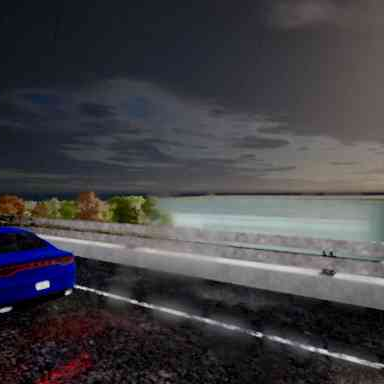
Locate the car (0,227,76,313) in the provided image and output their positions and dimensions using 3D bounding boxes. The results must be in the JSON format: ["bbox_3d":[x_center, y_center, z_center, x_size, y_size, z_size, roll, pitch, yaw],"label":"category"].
[{"bbox_3d":[-4.657,1.518,7.355,5.008,1.535,1.882,0,0,36],"label":"car"}]
